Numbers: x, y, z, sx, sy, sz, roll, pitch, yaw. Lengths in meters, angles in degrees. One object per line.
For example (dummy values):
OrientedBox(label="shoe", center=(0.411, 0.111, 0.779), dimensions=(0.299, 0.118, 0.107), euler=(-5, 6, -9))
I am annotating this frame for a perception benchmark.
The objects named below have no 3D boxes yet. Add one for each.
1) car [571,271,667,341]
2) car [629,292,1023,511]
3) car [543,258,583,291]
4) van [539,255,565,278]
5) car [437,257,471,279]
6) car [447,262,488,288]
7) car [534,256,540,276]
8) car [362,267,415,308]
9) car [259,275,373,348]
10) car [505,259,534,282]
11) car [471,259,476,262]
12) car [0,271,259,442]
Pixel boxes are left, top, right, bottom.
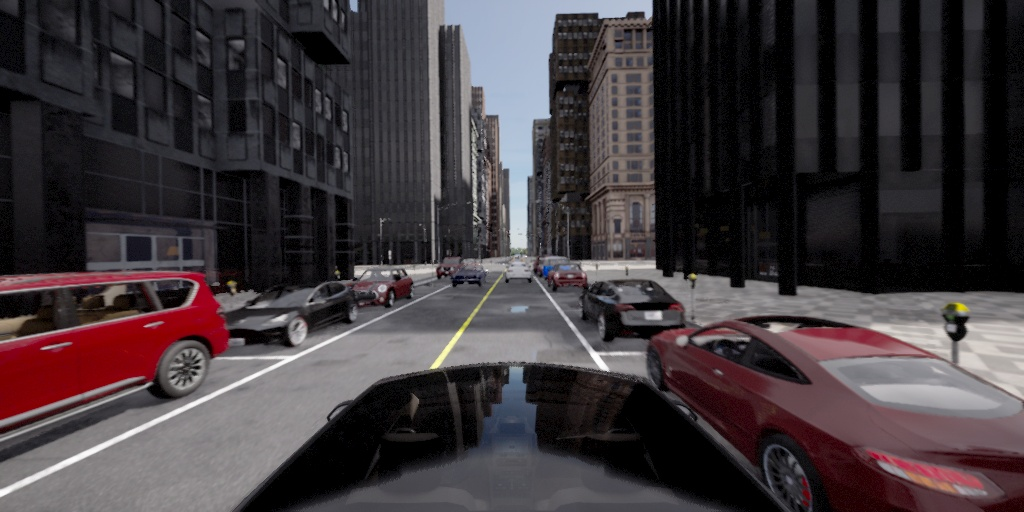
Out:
OrientedBox(label="car", center=(2.919, 1.237, 9.379), dimensions=(1.948, 1.339, 4.313), euler=(0, 0, 1))
OrientedBox(label="car", center=(2.837, 1.279, 3.778), dimensions=(1.802, 1.307, 4.207), euler=(0, 0, 1))
OrientedBox(label="car", center=(3.085, 1.061, 20.581), dimensions=(1.967, 1.591, 4.097), euler=(0, 0, 1))
OrientedBox(label="van", center=(3.167, 0.938, 26.183), dimensions=(1.690, 1.789, 3.998), euler=(0, 0, 1))
OrientedBox(label="car", center=(-5.274, 1.021, 31.908), dimensions=(2.192, 1.841, 5.009), euler=(0, 0, 1))
OrientedBox(label="car", center=(-2.713, 1.301, 23.606), dimensions=(1.895, 1.301, 4.718), euler=(-1, 0, 1))
OrientedBox(label="car", center=(3.250, 1.012, 31.783), dimensions=(1.967, 1.591, 4.097), euler=(0, 0, 1))
OrientedBox(label="car", center=(-5.521, 1.220, 15.103), dimensions=(1.967, 1.591, 4.097), euler=(0, 0, 1))
OrientedBox(label="car", center=(-5.604, 1.371, 9.502), dimensions=(1.948, 1.339, 4.313), euler=(0, 0, 1))
OrientedBox(label="car", center=(0.502, 1.160, 27.209), dimensions=(1.812, 1.442, 4.674), euler=(-1, 0, 1))
OrientedBox(label="car", center=(-5.194, 1.207, 37.340), dimensions=(1.751, 1.417, 4.829), euler=(0, 0, 1))
OrientedBox(label="car", center=(-5.686, 1.145, 3.901), dimensions=(2.192, 1.841, 5.009), euler=(0, 0, 1))
